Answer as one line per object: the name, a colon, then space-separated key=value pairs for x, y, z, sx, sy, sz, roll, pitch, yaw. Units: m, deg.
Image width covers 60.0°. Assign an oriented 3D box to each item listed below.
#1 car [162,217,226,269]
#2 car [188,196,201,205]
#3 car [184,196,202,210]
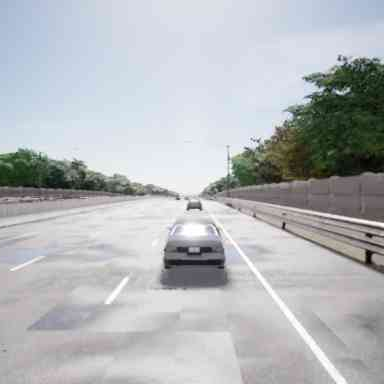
car: x=0.076 y=1.555 z=11.175 sx=2.033 sy=1.411 sz=5.357 roll=0 pitch=0 yaw=0
car: x=0.448 y=1.516 z=59.128 sx=2.128 sy=1.511 sz=4.902 roll=0 pitch=0 yaw=0
car: x=0.323 y=1.577 z=43.087 sx=1.994 sy=1.385 sz=4.181 roll=0 pitch=0 yaw=0
